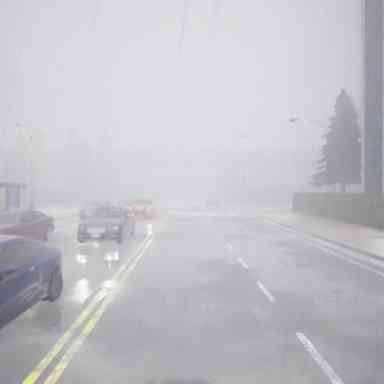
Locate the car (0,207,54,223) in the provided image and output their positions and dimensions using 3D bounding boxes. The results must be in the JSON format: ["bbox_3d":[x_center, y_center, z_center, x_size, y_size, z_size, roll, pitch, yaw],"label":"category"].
[{"bbox_3d":[-7.300,1.433,13.477,1.882,1.535,5.008,0,0,-1],"label":"car"}]

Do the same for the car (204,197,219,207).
[{"bbox_3d":[2.803,1.350,47.207,2.033,1.411,5.357,0,0,-1],"label":"car"}]

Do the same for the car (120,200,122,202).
[{"bbox_3d":[-8.392,1.357,45.692,4.181,1.385,1.994,0,0,29],"label":"car"}]

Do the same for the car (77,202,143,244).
[{"bbox_3d":[-3.831,1.440,15.516,2.128,1.511,4.902,0,0,-1],"label":"car"}]

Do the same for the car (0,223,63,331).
[{"bbox_3d":[-3.650,1.507,5.511,1.812,1.442,4.674,0,0,-1],"label":"car"}]

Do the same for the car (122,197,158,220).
[{"bbox_3d":[-3.943,1.259,26.626,2.097,1.767,4.553,0,0,-1],"label":"car"}]

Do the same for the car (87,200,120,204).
[{"bbox_3d":[-7.440,1.404,26.345,2.128,1.511,4.902,0,0,-1],"label":"car"}]
